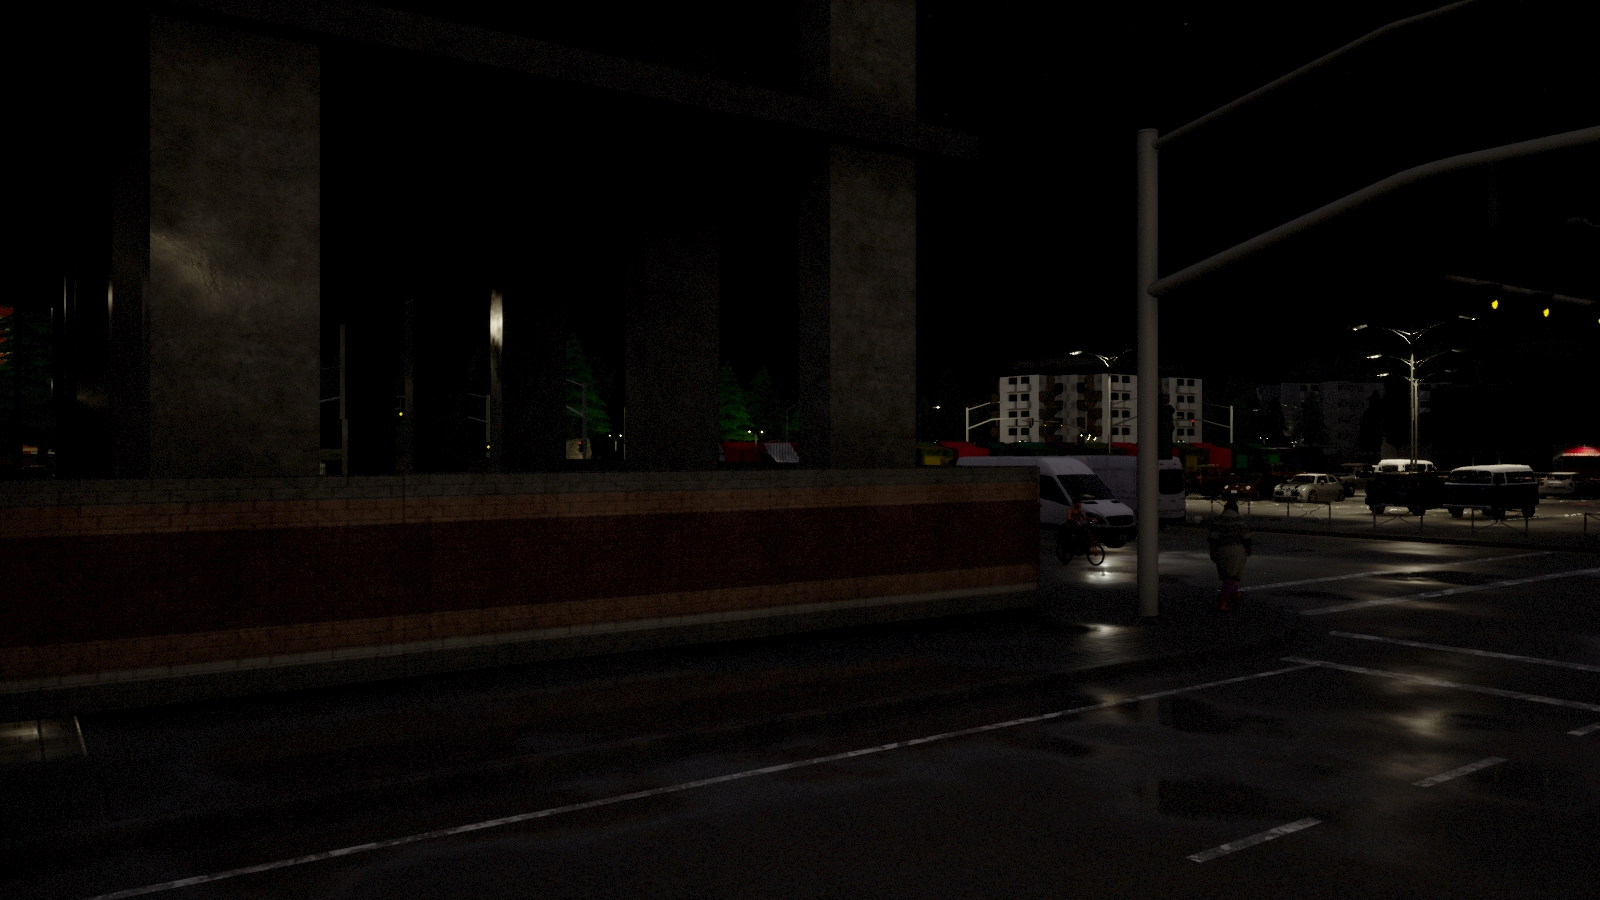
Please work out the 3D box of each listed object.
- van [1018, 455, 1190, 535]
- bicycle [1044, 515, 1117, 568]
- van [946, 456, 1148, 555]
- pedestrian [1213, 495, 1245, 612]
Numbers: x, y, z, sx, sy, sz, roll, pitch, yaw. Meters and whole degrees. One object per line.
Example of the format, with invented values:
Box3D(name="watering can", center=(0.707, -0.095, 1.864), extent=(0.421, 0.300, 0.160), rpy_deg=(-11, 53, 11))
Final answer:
Box3D(name="van", center=(10.551, 1.468, 40.149), extent=(1.988, 2.561, 5.915), rpy_deg=(0, 0, -35))
Box3D(name="bicycle", center=(6.706, 2.169, 27.364), extent=(0.859, 1.126, 1.487), rpy_deg=(0, 0, -35))
Box3D(name="van", center=(6.983, 1.470, 33.056), extent=(1.988, 2.561, 5.915), rpy_deg=(0, 0, -35))
Box3D(name="pedestrian", center=(6.963, 1.669, 18.556), extent=(0.375, 1.860, 0.375), rpy_deg=(0, 0, 41))
